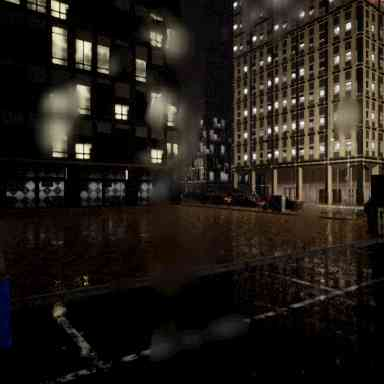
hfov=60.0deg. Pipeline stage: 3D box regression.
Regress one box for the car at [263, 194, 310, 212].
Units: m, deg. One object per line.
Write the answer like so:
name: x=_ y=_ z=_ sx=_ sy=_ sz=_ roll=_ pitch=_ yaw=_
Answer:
car: x=9.421 y=1.071 z=32.286 sx=1.967 sy=1.590 sz=4.097 roll=1 pitch=0 yaw=-36

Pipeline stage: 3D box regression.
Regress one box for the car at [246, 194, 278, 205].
car: x=9.680 y=0.985 z=46.280 sx=1.802 sy=1.307 sz=4.206 roll=1 pitch=0 yaw=-36

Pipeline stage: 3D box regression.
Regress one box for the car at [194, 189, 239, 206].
car: x=2.918 y=0.731 z=41.338 sx=2.192 sy=1.841 sz=5.009 roll=1 pitch=0 yaw=-36

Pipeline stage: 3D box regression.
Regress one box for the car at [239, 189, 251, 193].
car: x=6.125 y=0.670 z=41.284 sx=2.150 sy=2.045 sz=5.566 roll=0 pitch=1 yaw=-36

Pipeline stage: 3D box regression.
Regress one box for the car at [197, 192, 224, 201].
car: x=3.074 y=0.710 z=55.475 sx=1.752 sy=1.417 sz=4.829 roll=1 pitch=0 yaw=-36

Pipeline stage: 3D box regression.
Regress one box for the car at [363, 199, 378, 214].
car: x=16.625 y=1.141 z=27.075 sx=2.097 sy=1.767 sz=4.553 roll=0 pitch=1 yaw=-39

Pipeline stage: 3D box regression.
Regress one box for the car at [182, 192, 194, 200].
car: x=-0.082 y=0.647 z=59.866 sx=1.947 sy=1.339 sz=4.313 roll=1 pitch=0 yaw=-36

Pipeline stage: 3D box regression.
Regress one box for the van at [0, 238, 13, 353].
van: x=-4.151 y=1.341 z=3.596 sx=3.998 sy=1.788 sz=1.690 roll=0 pitch=0 yaw=-36

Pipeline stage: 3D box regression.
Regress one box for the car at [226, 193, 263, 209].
car: x=6.164 y=1.105 z=36.813 sx=1.802 sy=1.307 sz=4.206 roll=1 pitch=0 yaw=-36

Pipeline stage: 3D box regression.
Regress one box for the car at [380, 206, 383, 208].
car: x=9.632 y=1.441 z=13.455 sx=4.097 sy=1.590 sz=1.967 roll=0 pitch=0 yaw=-36
